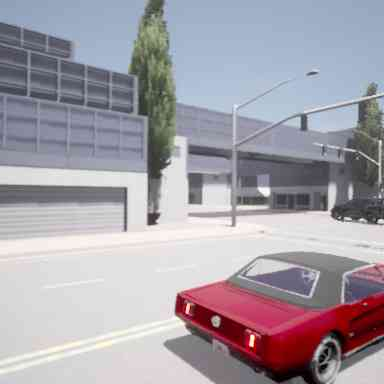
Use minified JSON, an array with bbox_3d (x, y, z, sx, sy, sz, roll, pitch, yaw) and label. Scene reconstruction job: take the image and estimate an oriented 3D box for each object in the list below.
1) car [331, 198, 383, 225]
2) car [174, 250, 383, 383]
[{"bbox_3d":[14.058,1.471,27.157,2.150,2.045,5.566,2,-1,-23],"label":"car"},{"bbox_3d":[2.165,1.645,5.376,4.718,1.301,1.895,1,0,-36],"label":"car"}]
